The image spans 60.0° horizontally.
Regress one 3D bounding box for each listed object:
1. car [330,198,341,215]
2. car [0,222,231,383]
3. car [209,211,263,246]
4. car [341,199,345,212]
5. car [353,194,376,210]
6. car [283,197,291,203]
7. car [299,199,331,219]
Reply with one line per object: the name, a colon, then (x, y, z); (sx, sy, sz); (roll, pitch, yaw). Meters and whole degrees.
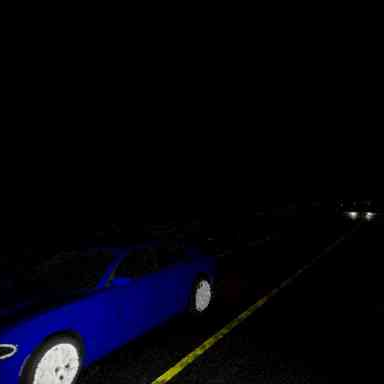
car: (13.680, 1.567, 34.127); (1.947, 1.339, 4.313); (0, 0, 32)
car: (-1.354, 1.478, 5.394); (1.882, 1.535, 5.008); (0, 0, 32)
car: (1.917, 1.566, 15.417); (1.947, 1.339, 4.313); (0, 0, 32)
car: (16.621, 1.442, 38.804); (1.967, 1.590, 4.097); (0, 0, 32)
car: (20.901, 1.286, 40.599); (1.882, 1.535, 5.008); (0, 0, 32)
car: (16.904, 1.574, 66.156); (5.357, 1.411, 2.033); (0, 0, 33)
car: (10.740, 1.583, 29.450); (1.802, 1.307, 4.206); (0, 0, 32)
